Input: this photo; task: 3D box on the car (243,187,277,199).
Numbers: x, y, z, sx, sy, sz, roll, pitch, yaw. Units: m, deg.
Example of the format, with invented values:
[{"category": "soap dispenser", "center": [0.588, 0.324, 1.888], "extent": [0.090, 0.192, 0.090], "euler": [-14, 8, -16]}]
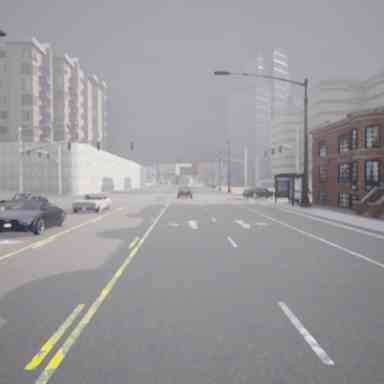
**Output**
[{"category": "car", "center": [9.163, 0.139, 43.852], "extent": [4.892, 1.490, 1.837], "euler": [0, 0, -16]}]

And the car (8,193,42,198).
[{"category": "car", "center": [-11.070, 0.835, 21.856], "extent": [2.128, 1.511, 4.902], "euler": [0, 2, -1]}]

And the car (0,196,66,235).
[{"category": "car", "center": [-7.422, 1.100, 15.374], "extent": [1.994, 1.385, 4.181], "euler": [0, 2, 0]}]

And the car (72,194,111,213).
[{"category": "car", "center": [-7.642, 0.822, 25.642], "extent": [1.895, 1.301, 4.718], "euler": [0, 2, -1]}]

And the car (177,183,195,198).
[{"category": "car", "center": [-0.989, -0.097, 47.204], "extent": [2.097, 1.767, 4.553], "euler": [0, 2, -1]}]
